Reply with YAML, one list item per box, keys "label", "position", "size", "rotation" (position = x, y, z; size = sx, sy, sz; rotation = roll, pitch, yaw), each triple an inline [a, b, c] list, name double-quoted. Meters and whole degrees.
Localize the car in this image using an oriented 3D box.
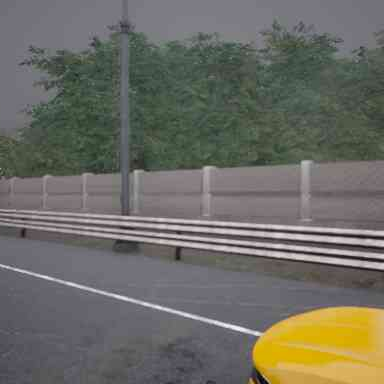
- label: "car"
  position: [2.781, 1.477, 2.021]
  size: [5.008, 1.535, 1.882]
  rotation: [0, 0, 35]
